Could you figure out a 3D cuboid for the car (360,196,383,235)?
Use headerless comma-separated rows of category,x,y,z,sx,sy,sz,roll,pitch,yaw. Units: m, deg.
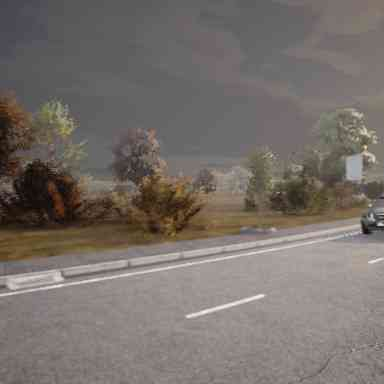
car,11.189,1.237,18.148,5.566,2.045,2.150,0,0,-44
